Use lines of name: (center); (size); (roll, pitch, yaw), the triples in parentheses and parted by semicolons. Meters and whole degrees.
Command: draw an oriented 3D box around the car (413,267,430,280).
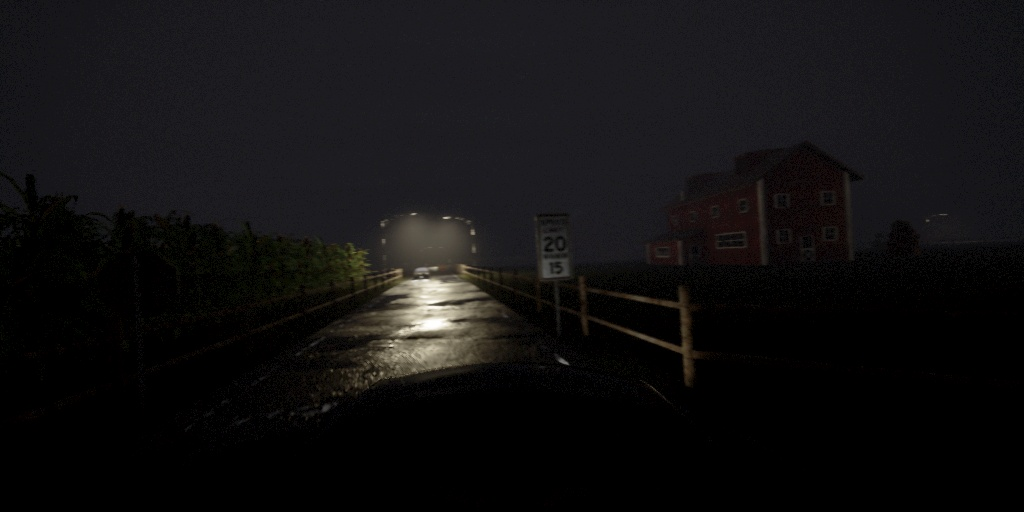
car: (-11.098, 2.118, 44.369); (2.033, 1.411, 5.357); (-3, 0, -12)
